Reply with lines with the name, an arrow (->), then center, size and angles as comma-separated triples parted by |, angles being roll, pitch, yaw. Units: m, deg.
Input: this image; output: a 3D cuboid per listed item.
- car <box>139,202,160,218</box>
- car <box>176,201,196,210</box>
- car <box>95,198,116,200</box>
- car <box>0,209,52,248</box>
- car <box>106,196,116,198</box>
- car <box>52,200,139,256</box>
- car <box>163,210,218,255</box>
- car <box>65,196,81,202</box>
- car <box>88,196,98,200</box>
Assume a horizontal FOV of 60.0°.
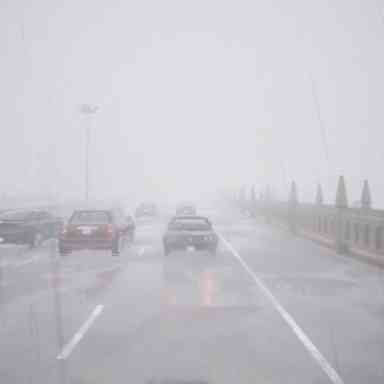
car -> -4.036, 1.590, 30.791 | 1.994, 1.385, 4.181 | 0, 0, -1
car -> -0.560, 1.551, 31.282 | 1.812, 1.442, 4.674 | 0, 0, -2
car -> -7.560, 1.553, 31.185 | 1.812, 1.442, 4.674 | 0, 0, -2
car -> -7.135, 1.519, 14.732 | 1.837, 1.490, 4.892 | 0, 0, -1
car -> -15.498, 1.559, 63.158 | 1.837, 1.490, 4.892 | 0, 0, -1
car -> -3.608, 1.365, 13.414 | 2.097, 1.767, 4.553 | 0, 0, -1
car -> -0.097, 1.612, 13.368 | 1.895, 1.301, 4.718 | 0, 0, -1
car -> -22.487, 1.566, 63.123 | 2.128, 1.511, 4.902 | 0, 0, -1
car -> -18.995, 1.582, 63.368 | 1.812, 1.442, 4.674 | 0, 0, -1
